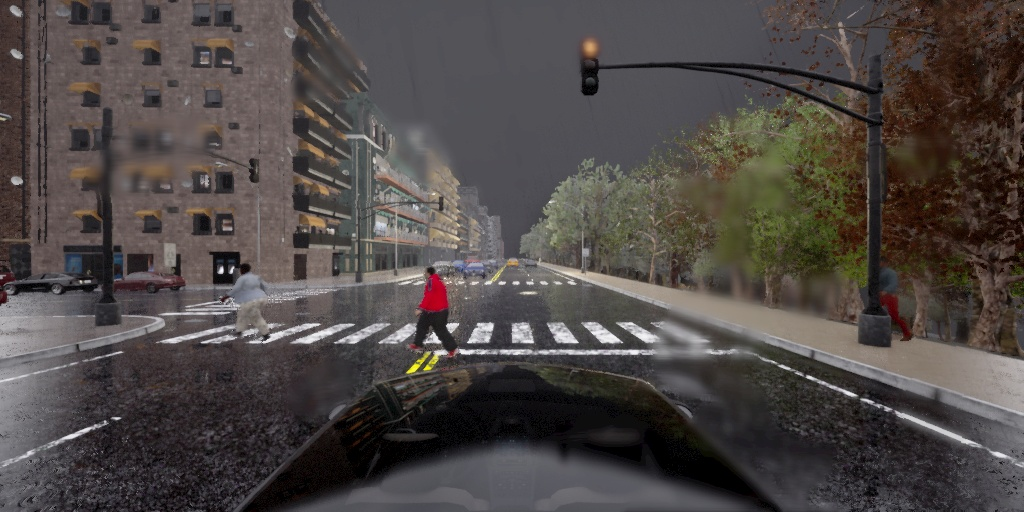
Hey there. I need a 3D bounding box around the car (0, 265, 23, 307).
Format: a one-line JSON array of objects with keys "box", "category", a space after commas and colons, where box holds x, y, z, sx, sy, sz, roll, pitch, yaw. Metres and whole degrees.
[{"box": [-22.627, 1.335, 13.571, 5.009, 1.841, 2.192, 0, 0, -1], "category": "car"}]

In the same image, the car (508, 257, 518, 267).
[{"box": [0.176, 1.244, 64.521, 1.882, 1.535, 5.008, 0, 0, 0], "category": "car"}]

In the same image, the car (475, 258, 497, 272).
[{"box": [-3.237, 1.302, 42.505, 2.033, 1.411, 5.357, 0, 0, 0], "category": "car"}]

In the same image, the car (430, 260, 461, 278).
[{"box": [-6.513, 1.244, 33.657, 2.128, 1.511, 4.902, 0, 0, 0], "category": "car"}]

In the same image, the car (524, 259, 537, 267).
[{"box": [3.427, 1.331, 64.929, 1.994, 1.385, 4.181, 0, 0, 0], "category": "car"}]

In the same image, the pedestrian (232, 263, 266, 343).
[{"box": [-6.114, 1.050, 8.345, 0.375, 1.860, 0.375, 0, 0, 0], "category": "pedestrian"}]

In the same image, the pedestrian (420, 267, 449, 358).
[{"box": [-1.519, 1.044, 7.040, 0.375, 1.860, 0.375, 0, 0, 0], "category": "pedestrian"}]

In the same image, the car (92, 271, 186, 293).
[{"box": [-22.724, 1.593, 22.218, 4.207, 1.307, 1.802, 0, 0, -1], "category": "car"}]

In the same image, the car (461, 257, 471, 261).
[{"box": [-6.482, 1.233, 42.891, 1.882, 1.535, 5.008, 0, 0, 0], "category": "car"}]

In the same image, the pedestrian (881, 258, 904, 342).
[{"box": [7.984, 0.891, 7.704, 0.375, 1.860, 0.375, 0, 0, 0], "category": "pedestrian"}]

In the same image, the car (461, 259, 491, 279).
[{"box": [-3.254, 1.278, 32.917, 1.812, 1.442, 4.674, 0, 0, 0], "category": "car"}]

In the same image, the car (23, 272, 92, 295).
[{"box": [-28.291, 1.647, 22.134, 4.313, 1.339, 1.948, 0, 0, -1], "category": "car"}]

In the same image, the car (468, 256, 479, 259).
[{"box": [-6.427, 0.986, 57.829, 2.150, 2.045, 5.566, 0, 0, 0], "category": "car"}]
